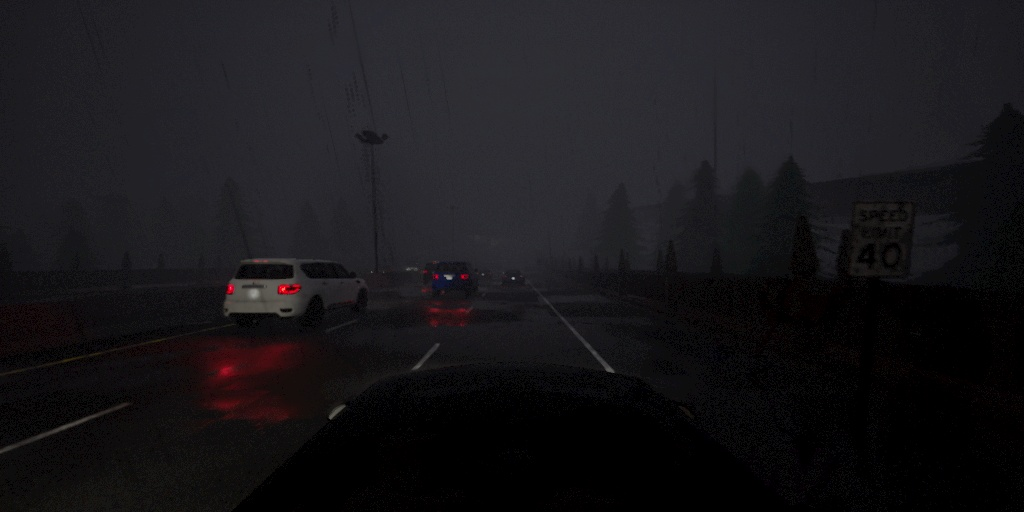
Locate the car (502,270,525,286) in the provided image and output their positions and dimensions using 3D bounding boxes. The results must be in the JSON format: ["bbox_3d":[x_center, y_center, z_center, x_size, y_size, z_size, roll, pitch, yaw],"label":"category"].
[{"bbox_3d":[0.114,1.938,32.750,1.994,1.385,4.181,0,-1,0],"label":"car"}]

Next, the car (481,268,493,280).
[{"bbox_3d":[-3.380,2.189,43.995,1.994,1.385,4.181,0,-1,0],"label":"car"}]

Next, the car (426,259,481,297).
[{"bbox_3d":[-3.391,1.358,22.087,2.150,2.045,5.566,0,-1,0],"label":"car"}]

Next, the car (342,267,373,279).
[{"bbox_3d":[-21.038,2.228,49.092,2.128,1.511,4.902,0,-1,0],"label":"car"}]

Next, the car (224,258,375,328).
[{"bbox_3d":[-6.895,1.133,12.256,2.150,2.045,5.566,0,-2,0],"label":"car"}]

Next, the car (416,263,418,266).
[{"bbox_3d":[-14.008,2.246,59.177,1.837,1.490,4.892,0,1,1],"label":"car"}]

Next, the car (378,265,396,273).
[{"bbox_3d":[-17.540,2.085,48.997,2.097,1.767,4.553,0,-1,0],"label":"car"}]

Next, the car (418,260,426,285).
[{"bbox_3d":[-6.885,1.626,34.114,2.150,2.045,5.566,0,-1,0],"label":"car"}]
